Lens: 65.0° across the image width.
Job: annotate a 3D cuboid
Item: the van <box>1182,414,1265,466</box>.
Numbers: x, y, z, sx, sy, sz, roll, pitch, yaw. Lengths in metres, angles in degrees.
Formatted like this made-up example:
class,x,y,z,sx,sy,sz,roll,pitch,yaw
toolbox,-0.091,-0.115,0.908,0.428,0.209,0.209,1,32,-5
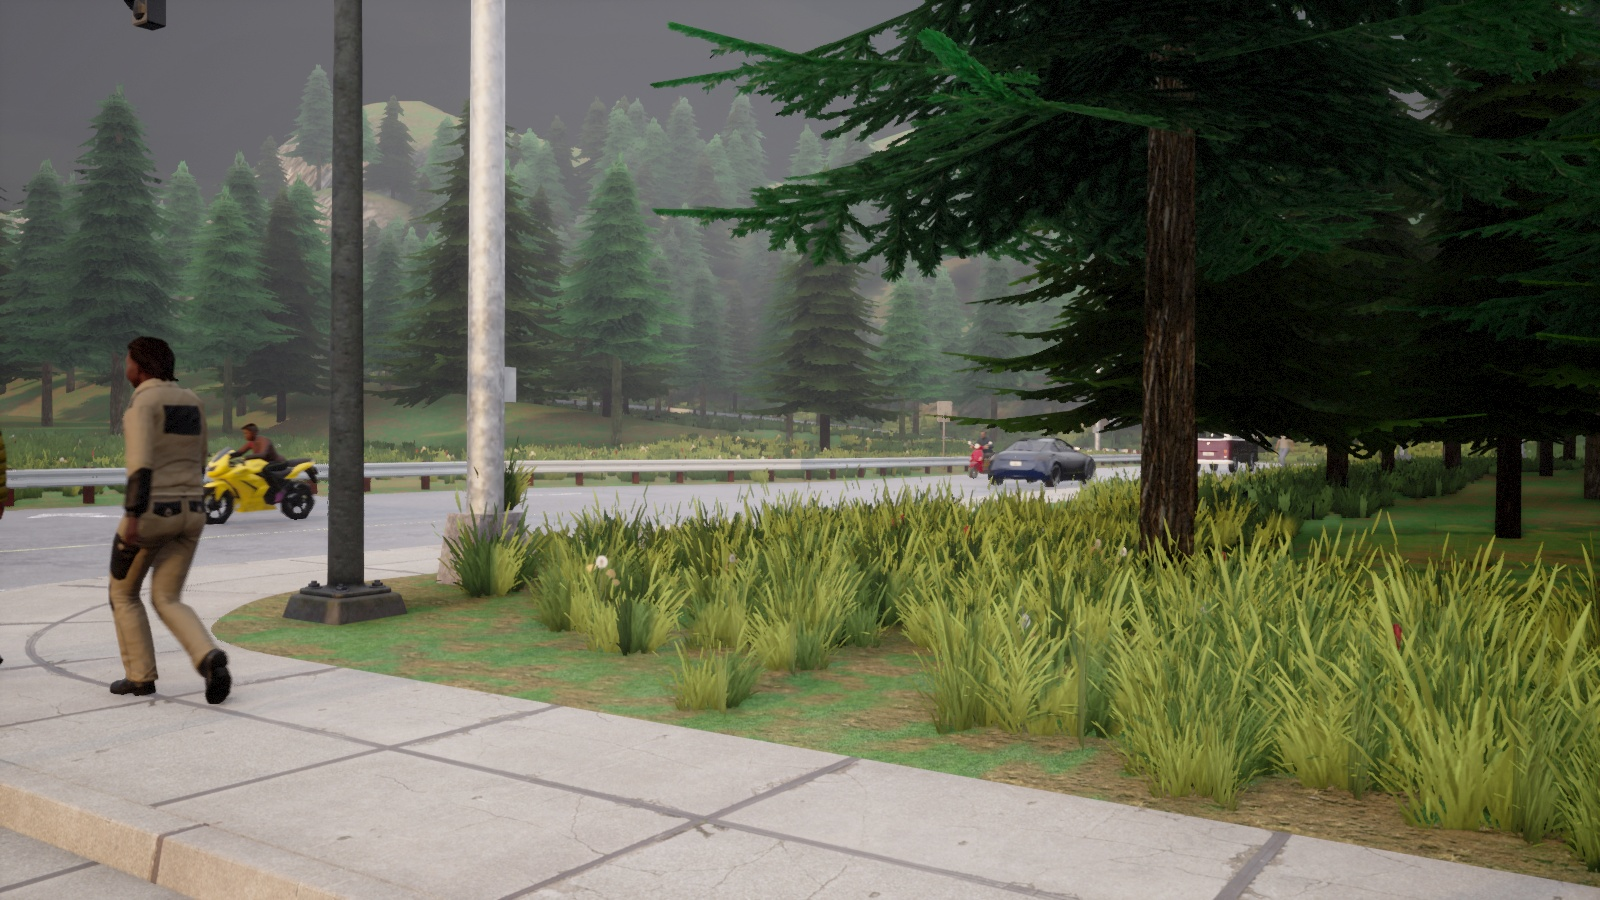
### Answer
class,x,y,z,sx,sy,sz,roll,pitch,yaw
van,17.456,-0.436,51.694,2.069,2.038,4.480,0,1,35

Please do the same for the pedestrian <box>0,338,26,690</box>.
class,x,y,z,sx,sy,sz,roll,pitch,yaw
pedestrian,-4.528,0.336,6.677,0.726,1.835,0.370,0,1,29

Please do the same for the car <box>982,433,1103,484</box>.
class,x,y,z,sx,sy,sz,roll,pitch,yaw
car,7.125,0.205,36.585,1.994,1.385,4.181,0,1,33

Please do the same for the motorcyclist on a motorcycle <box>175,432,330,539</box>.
class,x,y,z,sx,sy,sz,roll,pitch,yaw
motorcyclist on a motorcycle,-8.279,0.501,19.097,0.797,1.523,2.044,0,1,33

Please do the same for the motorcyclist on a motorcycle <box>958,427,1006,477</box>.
class,x,y,z,sx,sy,sz,roll,pitch,yaw
motorcyclist on a motorcycle,5.981,0.042,41.176,0.866,1.590,1.817,0,1,34

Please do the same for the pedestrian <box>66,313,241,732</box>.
class,x,y,z,sx,sy,sz,roll,pitch,yaw
pedestrian,-3.141,0.332,6.105,0.692,1.930,0.396,0,1,26

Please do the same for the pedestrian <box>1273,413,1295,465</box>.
class,x,y,z,sx,sy,sz,roll,pitch,yaw
pedestrian,17.178,-0.398,44.600,0.706,1.836,0.354,-1,1,-30
